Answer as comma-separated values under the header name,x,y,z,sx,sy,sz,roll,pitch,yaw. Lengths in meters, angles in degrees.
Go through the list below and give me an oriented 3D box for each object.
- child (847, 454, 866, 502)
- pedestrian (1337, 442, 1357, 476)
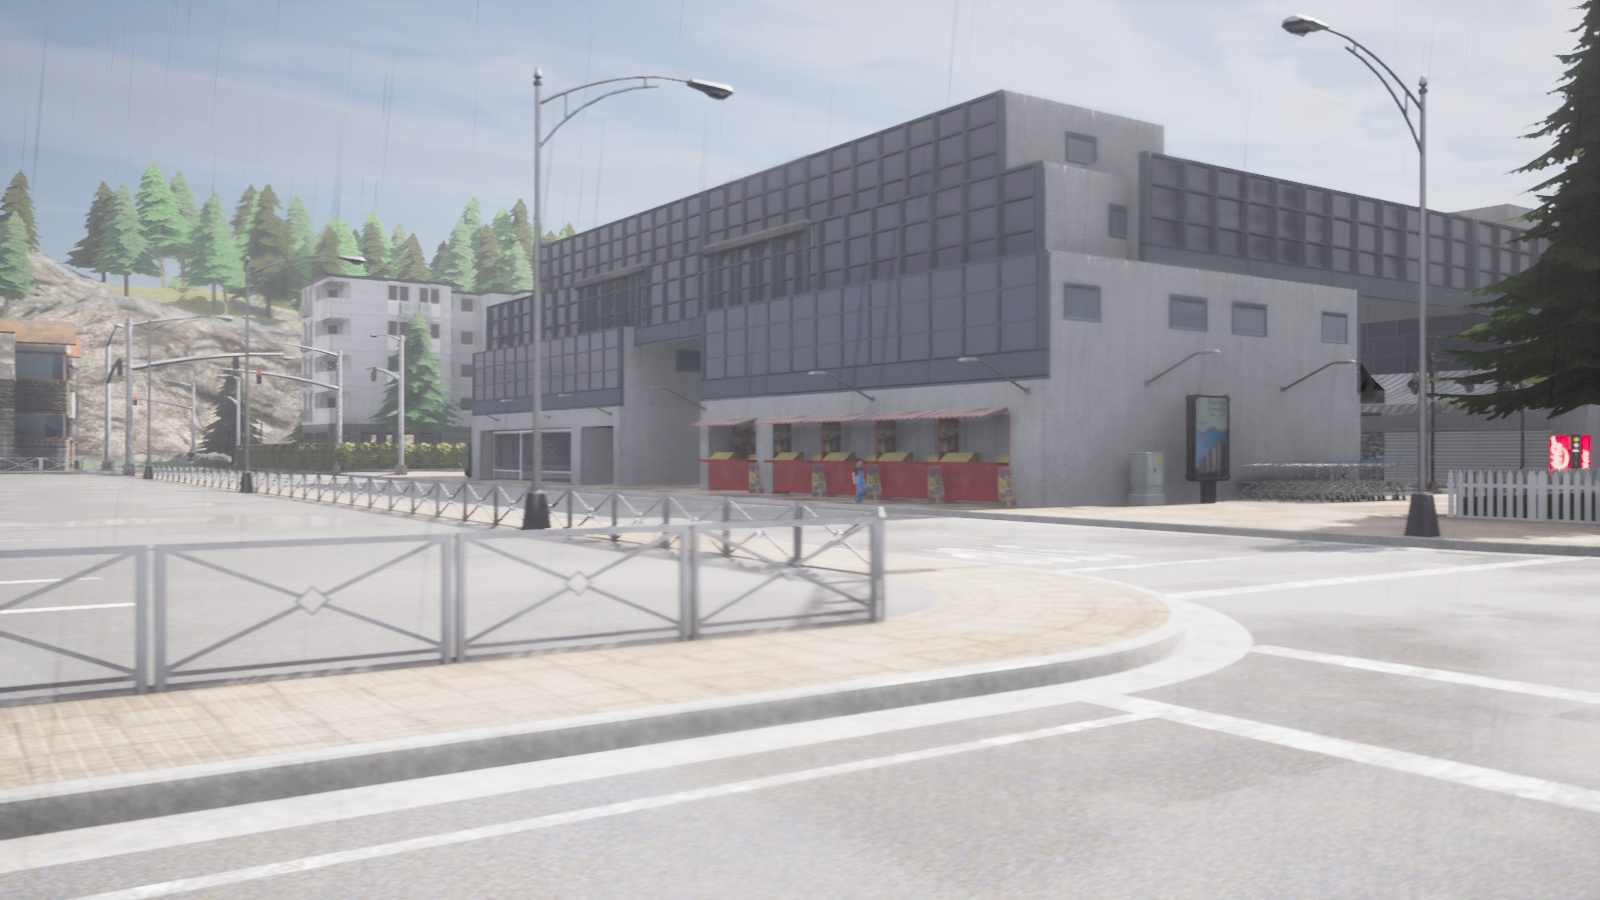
name,x,y,z,sx,sy,sz,roll,pitch,yaw
child,1.502,0.749,33.251,0.270,1.263,0.437,0,0,-37
pedestrian,30.710,0.498,70.530,0.563,1.883,0.849,0,0,-36
